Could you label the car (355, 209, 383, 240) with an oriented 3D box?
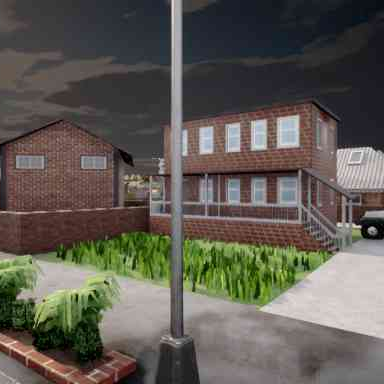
[{"bbox_3d":[8.443,0.973,12.627,3.866,1.878,1.905,0,0,36],"label":"car"}]
